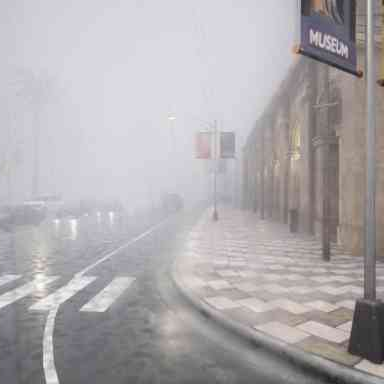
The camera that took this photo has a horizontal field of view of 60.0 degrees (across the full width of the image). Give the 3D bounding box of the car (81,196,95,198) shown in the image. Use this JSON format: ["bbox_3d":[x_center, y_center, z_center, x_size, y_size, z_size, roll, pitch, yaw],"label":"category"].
[{"bbox_3d":[-13.140,1.352,41.480,2.097,1.767,4.553,0,0,5],"label":"car"}]

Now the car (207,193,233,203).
[{"bbox_3d":[5.680,1.265,68.000,5.566,2.045,2.150,0,-3,-28],"label":"car"}]

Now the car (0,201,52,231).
[{"bbox_3d":[-11.189,1.547,20.780,2.033,1.411,5.357,0,0,4],"label":"car"}]

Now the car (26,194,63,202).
[{"bbox_3d":[-13.953,1.221,31.187,2.150,2.045,5.566,0,0,4],"label":"car"}]

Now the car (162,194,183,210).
[{"bbox_3d":[-2.455,1.269,42.485,2.150,2.045,5.566,0,0,5],"label":"car"}]

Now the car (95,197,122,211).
[{"bbox_3d":[-9.741,1.526,40.043,1.812,1.442,4.674,0,0,5],"label":"car"}]

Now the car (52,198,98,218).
[{"bbox_3d":[-10.515,1.526,30.184,1.812,1.442,4.674,0,0,5],"label":"car"}]
